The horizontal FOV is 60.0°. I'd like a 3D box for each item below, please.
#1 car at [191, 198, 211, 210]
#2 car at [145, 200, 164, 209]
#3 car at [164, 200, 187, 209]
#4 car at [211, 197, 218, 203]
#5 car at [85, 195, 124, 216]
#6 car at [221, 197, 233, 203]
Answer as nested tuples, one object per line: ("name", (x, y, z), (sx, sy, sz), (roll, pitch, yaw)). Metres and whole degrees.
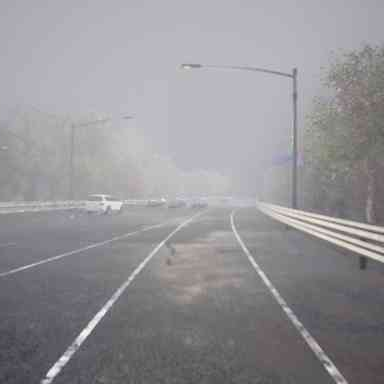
("car", (1.244, 1.912, 49.639), (1.895, 1.301, 4.718), (0, -1, 11))
("car", (-5.587, 1.888, 51.138), (1.895, 1.301, 4.718), (0, -1, 11))
("car", (-2.178, 1.846, 50.344), (2.033, 1.411, 5.357), (0, -1, 11))
("car", (6.060, 2.260, 91.274), (2.033, 1.411, 5.357), (0, -1, 11))
("car", (-8.954, 1.337, 34.401), (2.150, 2.045, 5.566), (0, -1, 11))
("car", (8.691, 2.216, 86.612), (2.128, 1.511, 4.902), (0, -1, 11))
